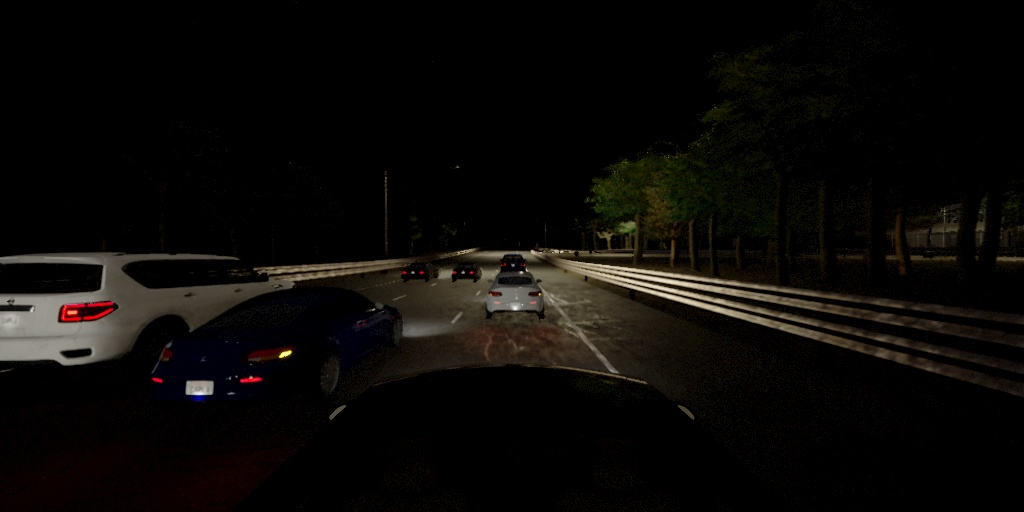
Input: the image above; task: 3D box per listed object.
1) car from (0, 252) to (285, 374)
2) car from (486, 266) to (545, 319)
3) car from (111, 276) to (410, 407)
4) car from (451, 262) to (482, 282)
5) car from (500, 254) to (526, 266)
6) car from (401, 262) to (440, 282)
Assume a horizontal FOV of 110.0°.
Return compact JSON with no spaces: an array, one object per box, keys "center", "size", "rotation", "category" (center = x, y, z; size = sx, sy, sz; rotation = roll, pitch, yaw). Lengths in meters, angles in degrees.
[{"center":[-6.902,0.955,7.609],"size":[2.150,2.045,5.566],"rotation":[0,0,0],"category":"car"},{"center":[0.095,1.243,12.597],"size":[1.812,1.442,4.674],"rotation":[0,0,0],"category":"car"},{"center":[-3.391,1.264,6.204],"size":[1.812,1.442,4.674],"rotation":[0,0,0],"category":"car"},{"center":[-3.407,1.194,27.480],"size":[2.033,1.411,5.357],"rotation":[0,0,0],"category":"car"},{"center":[0.090,0.824,31.828],"size":[2.150,2.045,5.566],"rotation":[0,1,0],"category":"car"},{"center":[-6.911,1.194,27.472],"size":[2.033,1.411,5.357],"rotation":[0,0,0],"category":"car"}]
